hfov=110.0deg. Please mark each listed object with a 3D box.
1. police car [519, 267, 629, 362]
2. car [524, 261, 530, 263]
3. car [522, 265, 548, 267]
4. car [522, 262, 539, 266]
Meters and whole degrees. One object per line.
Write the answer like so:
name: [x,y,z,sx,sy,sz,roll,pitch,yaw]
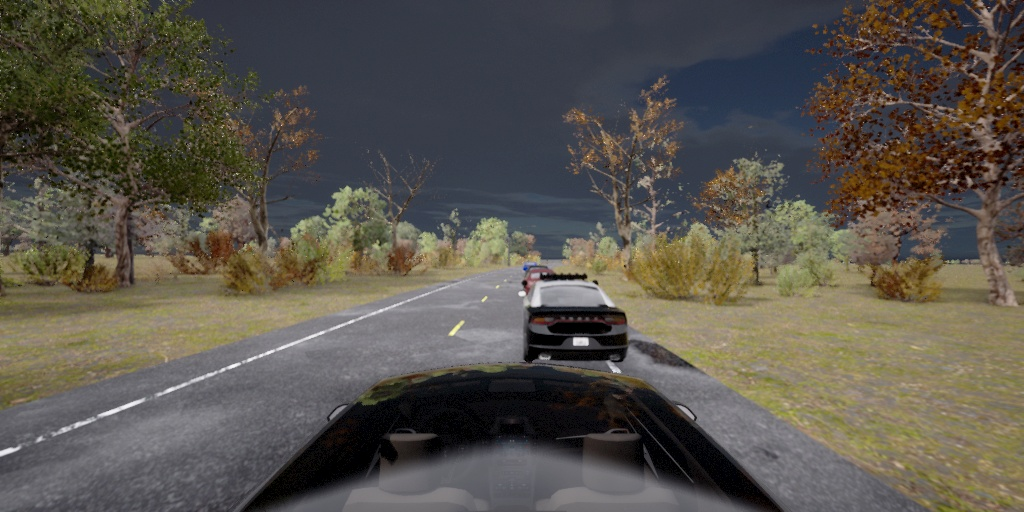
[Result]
police car: [1.187,1.215,8.451,1.930,1.638,5.238,0,0,1]
car: [2.581,1.598,49.999,1.882,1.535,5.008,0,-1,5]
car: [1.497,1.378,18.291,1.812,1.442,4.674,0,0,2]
car: [1.761,1.398,24.259,1.837,1.490,4.892,0,0,3]
